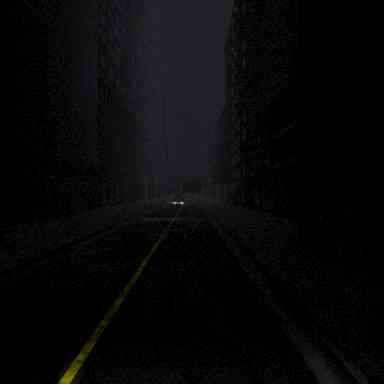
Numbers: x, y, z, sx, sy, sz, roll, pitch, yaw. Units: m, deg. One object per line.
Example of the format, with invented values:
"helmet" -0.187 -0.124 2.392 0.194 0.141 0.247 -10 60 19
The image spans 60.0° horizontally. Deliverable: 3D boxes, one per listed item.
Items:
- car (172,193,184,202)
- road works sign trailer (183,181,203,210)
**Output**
"car" -3.001 1.246 76.713 2.150 2.045 5.566 0 0 0
"road works sign trailer" -0.001 0.467 41.966 2.380 3.560 2.880 0 0 0
